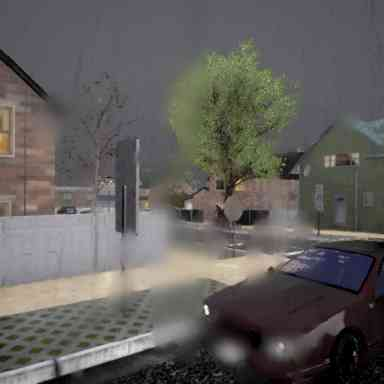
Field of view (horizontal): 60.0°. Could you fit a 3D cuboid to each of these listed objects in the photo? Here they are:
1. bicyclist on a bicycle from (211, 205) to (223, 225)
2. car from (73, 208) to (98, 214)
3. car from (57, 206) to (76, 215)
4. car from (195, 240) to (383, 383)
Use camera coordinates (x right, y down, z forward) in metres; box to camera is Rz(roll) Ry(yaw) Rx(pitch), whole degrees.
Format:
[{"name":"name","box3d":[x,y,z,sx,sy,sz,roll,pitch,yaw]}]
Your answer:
[{"name":"bicyclist on a bicycle","box3d":[2.167,1.823,26.674,1.656,1.620,0.582,-2,1,-35]},{"name":"car","box3d":[-13.869,3.132,44.471,1.882,1.535,5.008,1,-3,-35]},{"name":"car","box3d":[-19.934,3.290,53.053,2.150,2.045,5.566,1,-3,-35]},{"name":"car","box3d":[2.712,1.549,5.400,5.357,1.411,2.033,0,0,-32]}]
